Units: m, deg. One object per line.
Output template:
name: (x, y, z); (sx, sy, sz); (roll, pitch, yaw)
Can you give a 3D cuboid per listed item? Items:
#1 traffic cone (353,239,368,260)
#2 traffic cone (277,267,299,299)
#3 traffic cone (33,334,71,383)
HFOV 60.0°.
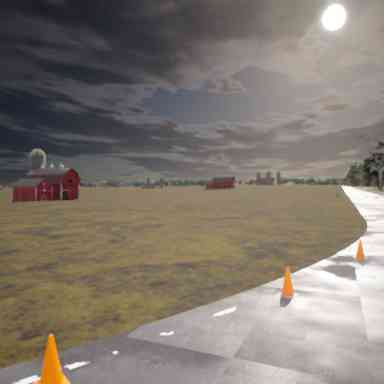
traffic cone: (5.226, 1.757, 10.319); (0.340, 0.580, 0.340); (0, 1, 40)
traffic cone: (1.986, 1.846, 6.880); (0.340, 0.580, 0.340); (-1, 1, -44)
traffic cone: (-1.611, 1.931, 3.818); (0.340, 0.580, 0.340); (-1, 1, -37)
